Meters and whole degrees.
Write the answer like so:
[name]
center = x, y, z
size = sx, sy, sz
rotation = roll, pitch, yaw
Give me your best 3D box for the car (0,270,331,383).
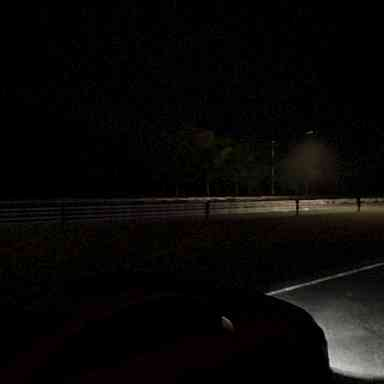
[car]
center = -0.477, 1.555, 3.405
size = 4.181, 1.385, 1.994
rotation = 0, 0, -35
